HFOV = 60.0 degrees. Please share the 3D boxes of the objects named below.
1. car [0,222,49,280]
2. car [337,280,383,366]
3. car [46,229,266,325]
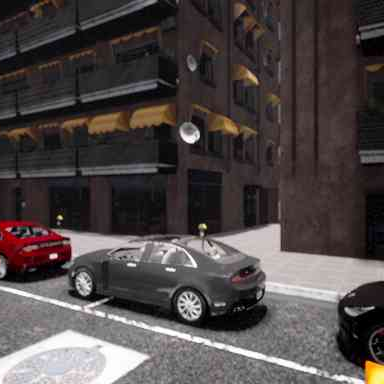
[{"bbox_3d":[-5.518,1.542,9.824,4.507,1.381,1.887,0,0,31],"label":"car"},{"bbox_3d":[4.124,1.565,4.006,4.313,1.339,1.947,0,0,31],"label":"car"},{"bbox_3d":[-0.697,1.549,6.914,4.403,1.369,2.008,0,0,31],"label":"car"}]
